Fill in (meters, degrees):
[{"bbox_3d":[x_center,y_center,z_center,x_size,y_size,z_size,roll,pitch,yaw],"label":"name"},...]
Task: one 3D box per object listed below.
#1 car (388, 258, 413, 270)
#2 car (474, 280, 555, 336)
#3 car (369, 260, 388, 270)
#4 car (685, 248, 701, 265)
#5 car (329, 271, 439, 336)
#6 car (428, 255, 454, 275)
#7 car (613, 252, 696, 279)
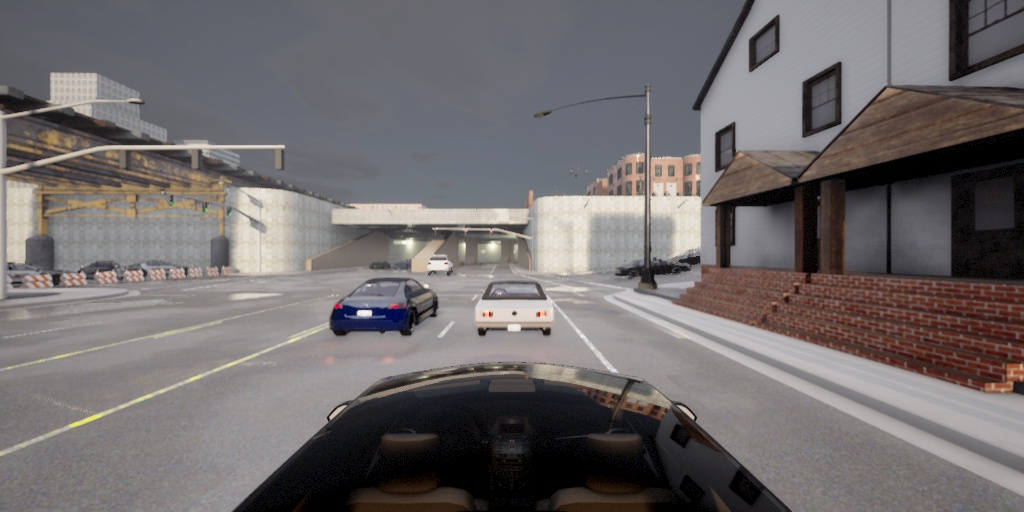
[{"bbox_3d":[-14.955,1.219,49.737,2.033,1.411,5.357,0,0,-1],"label":"car"},{"bbox_3d":[0.065,1.337,10.343,1.895,1.301,4.718,0,0,0],"label":"car"},{"bbox_3d":[-18.468,1.234,50.310,1.994,1.385,4.181,0,0,-1],"label":"car"},{"bbox_3d":[15.271,0.198,30.348,4.902,1.511,2.128,-9,0,0],"label":"car"},{"bbox_3d":[-3.437,1.300,10.385,1.994,1.385,4.181,0,0,0],"label":"car"},{"bbox_3d":[-7.509,0.912,38.233,2.150,2.045,5.566,0,0,-3],"label":"car"},{"bbox_3d":[10.451,0.866,27.145,5.357,1.411,2.033,-6,0,9],"label":"car"}]
